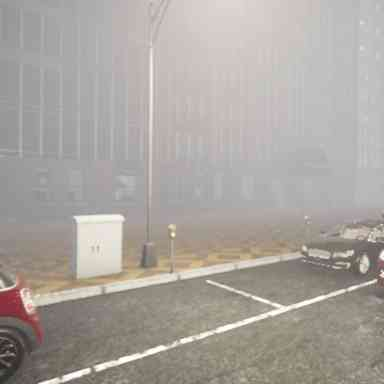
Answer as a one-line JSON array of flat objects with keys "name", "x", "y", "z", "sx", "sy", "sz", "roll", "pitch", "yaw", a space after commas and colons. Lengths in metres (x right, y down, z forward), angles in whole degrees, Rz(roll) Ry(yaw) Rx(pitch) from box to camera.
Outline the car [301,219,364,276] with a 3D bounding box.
[{"name": "car", "x": 5.184, "y": 1.557, "z": 10.251, "sx": 4.403, "sy": 1.369, "sz": 2.008, "roll": 0, "pitch": 1, "yaw": -36}]

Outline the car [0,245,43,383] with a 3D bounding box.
[{"name": "car", "x": -4.001, "y": 1.440, "z": 3.694, "sx": 4.097, "sy": 1.590, "sz": 1.967, "roll": 0, "pitch": 0, "yaw": -36}]

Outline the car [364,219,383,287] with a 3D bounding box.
[{"name": "car", "x": 6.349, "y": 1.357, "z": 7.842, "sx": 4.553, "sy": 1.767, "sz": 2.097, "roll": 0, "pitch": 0, "yaw": -35}]
